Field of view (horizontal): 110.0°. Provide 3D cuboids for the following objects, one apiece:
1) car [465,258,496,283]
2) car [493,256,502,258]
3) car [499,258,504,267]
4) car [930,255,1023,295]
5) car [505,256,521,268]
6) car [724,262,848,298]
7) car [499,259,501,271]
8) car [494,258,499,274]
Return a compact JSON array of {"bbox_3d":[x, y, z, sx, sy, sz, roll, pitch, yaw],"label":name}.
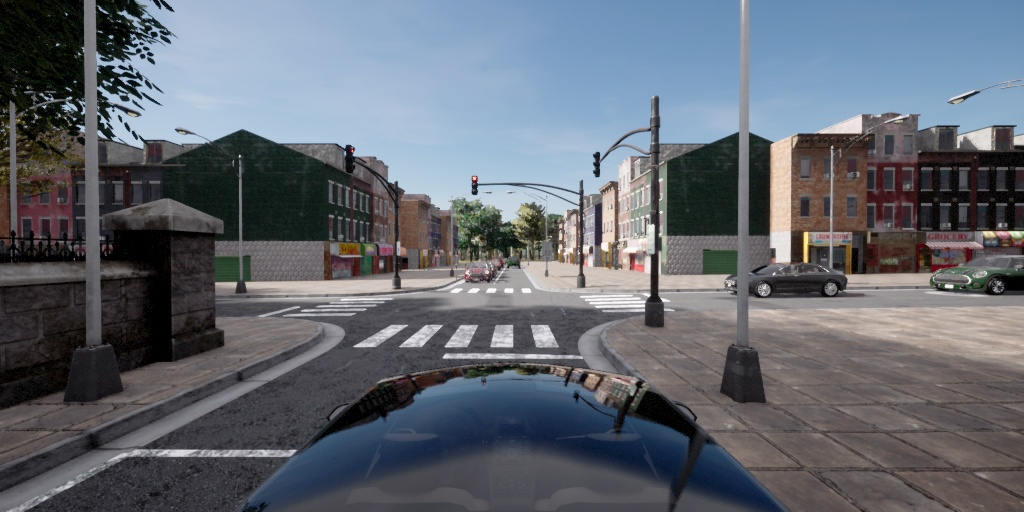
[{"bbox_3d":[-2.548,1.199,28.109,1.967,1.591,4.097,0,0,0],"label":"car"},{"bbox_3d":[-2.817,1.259,60.919,1.801,1.575,5.366,0,0,0],"label":"car"},{"bbox_3d":[-2.470,1.329,49.847,1.888,1.381,4.507,0,0,0],"label":"car"},{"bbox_3d":[22.104,0.763,16.285,4.553,1.767,2.097,-1,1,0],"label":"car"},{"bbox_3d":[0.309,1.025,61.274,2.150,2.045,5.566,0,0,0],"label":"car"},{"bbox_3d":[12.326,1.046,16.323,4.892,1.490,1.837,-1,1,0],"label":"car"},{"bbox_3d":[-2.509,1.335,38.978,1.948,1.339,4.313,0,0,0],"label":"car"},{"bbox_3d":[-2.529,1.203,33.543,1.967,1.591,4.097,0,0,0],"label":"car"}]
